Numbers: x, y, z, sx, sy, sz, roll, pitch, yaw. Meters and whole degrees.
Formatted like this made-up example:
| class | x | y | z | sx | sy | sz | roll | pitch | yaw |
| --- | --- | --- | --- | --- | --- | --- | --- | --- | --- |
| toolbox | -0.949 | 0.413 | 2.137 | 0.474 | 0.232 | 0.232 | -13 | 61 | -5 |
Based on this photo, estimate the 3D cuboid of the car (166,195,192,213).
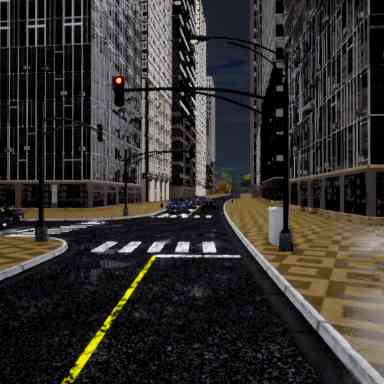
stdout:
| class | x | y | z | sx | sy | sz | roll | pitch | yaw |
| --- | --- | --- | --- | --- | --- | --- | --- | --- | --- |
| car | -1.546 | 1.328 | 36.185 | 2.097 | 1.767 | 4.553 | 0 | 0 | 5 |

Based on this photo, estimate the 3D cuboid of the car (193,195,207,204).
| class | x | y | z | sx | sy | sz | roll | pitch | yaw |
| --- | --- | --- | --- | --- | --- | --- | --- | --- | --- |
| car | 1.626 | 1.411 | 65.317 | 2.128 | 1.511 | 4.902 | 0 | 0 | 8 |

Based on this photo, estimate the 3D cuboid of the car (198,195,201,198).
| class | x | y | z | sx | sy | sz | roll | pitch | yaw |
| --- | --- | --- | --- | --- | --- | --- | --- | --- | --- |
| car | 0.320 | 1.296 | 55.287 | 2.097 | 1.767 | 4.553 | 0 | 0 | 7 |

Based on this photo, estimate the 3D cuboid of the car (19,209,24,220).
| class | x | y | z | sx | sy | sz | roll | pitch | yaw |
| --- | --- | --- | --- | --- | --- | --- | --- | --- | --- |
| car | -16.426 | 1.854 | 28.068 | 4.403 | 1.369 | 2.008 | -1 | 1 | 10 |

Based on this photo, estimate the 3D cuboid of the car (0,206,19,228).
| class | x | y | z | sx | sy | sz | roll | pitch | yaw |
| --- | --- | --- | --- | --- | --- | --- | --- | --- | --- |
| car | -14.677 | 1.774 | 21.913 | 5.357 | 1.411 | 2.033 | -1 | 0 | 9 |

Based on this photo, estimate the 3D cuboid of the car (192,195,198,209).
| class | x | y | z | sx | sy | sz | roll | pitch | yaw |
| --- | --- | --- | --- | --- | --- | --- | --- | --- | --- |
| car | -0.771 | 1.315 | 45.119 | 2.097 | 1.767 | 4.553 | 0 | 0 | 6 |

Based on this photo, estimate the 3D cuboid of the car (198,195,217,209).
| class | x | y | z | sx | sy | sz | roll | pitch | yaw |
| --- | --- | --- | --- | --- | --- | --- | --- | --- | --- |
| car | 2.346 | 1.510 | 44.269 | 2.033 | 1.411 | 5.357 | 0 | 0 | 5 |
